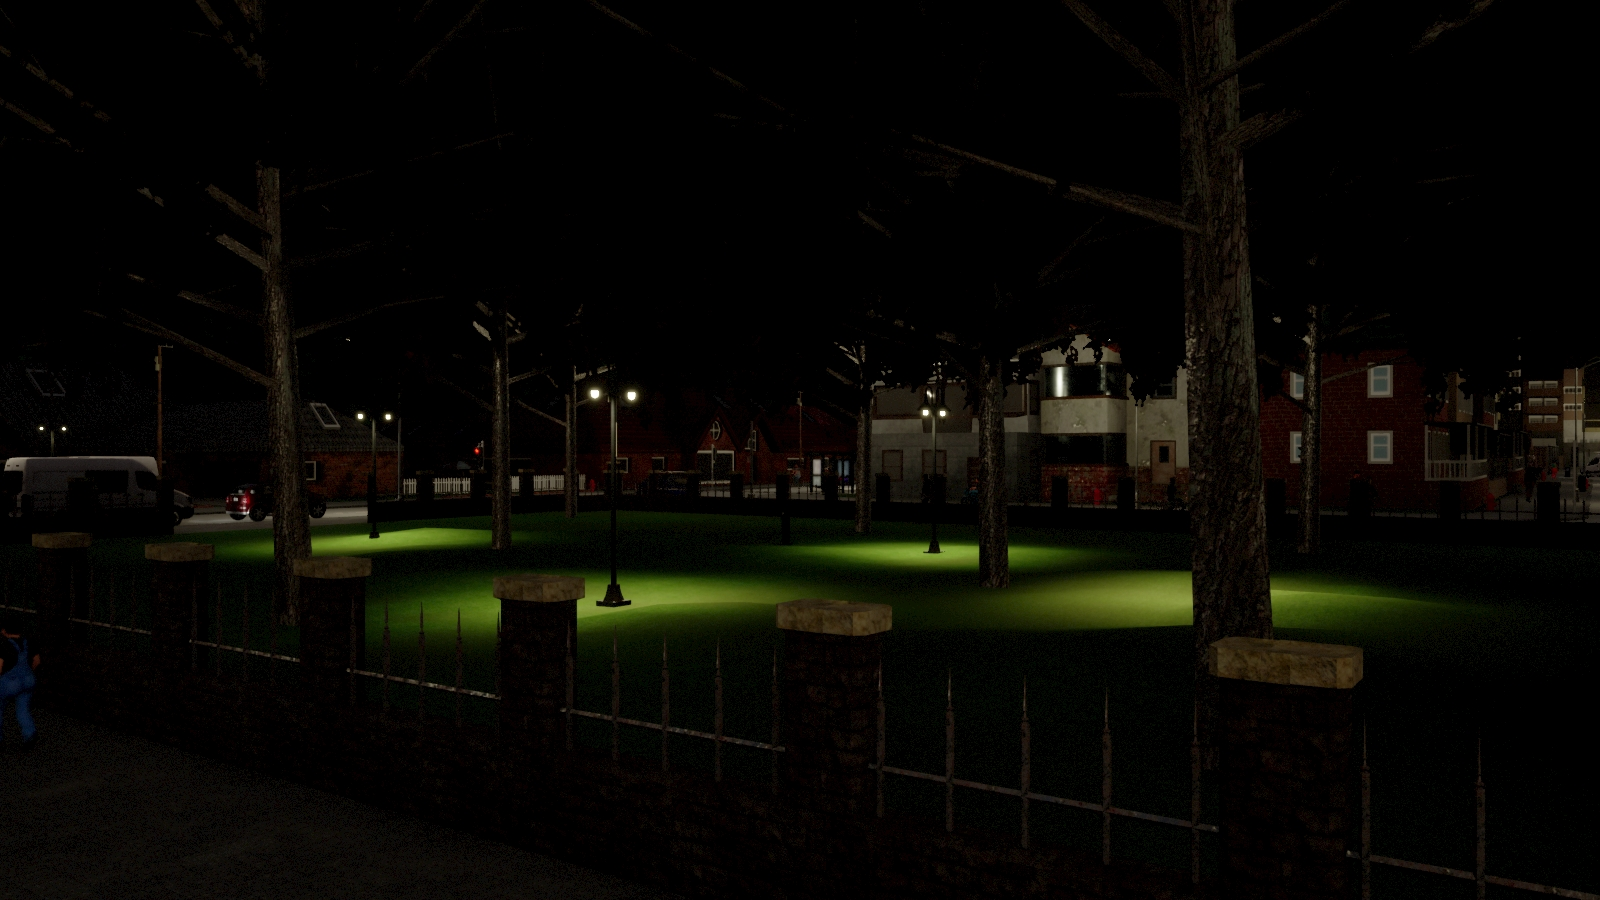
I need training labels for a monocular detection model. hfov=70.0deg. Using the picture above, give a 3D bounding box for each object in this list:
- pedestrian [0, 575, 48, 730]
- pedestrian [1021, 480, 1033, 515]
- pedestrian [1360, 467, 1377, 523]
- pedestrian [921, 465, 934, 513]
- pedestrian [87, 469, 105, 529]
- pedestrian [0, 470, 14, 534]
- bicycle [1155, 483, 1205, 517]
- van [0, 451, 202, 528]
[{"bbox_3d":[-7.070,1.805,10.292,0.375,1.300,0.375,0,0,34],"label":"pedestrian"},{"bbox_3d":[8.572,1.804,43.131,0.375,1.300,0.375,0,0,30],"label":"pedestrian"},{"bbox_3d":[19.297,1.525,38.800,0.375,1.860,0.375,0,0,-27],"label":"pedestrian"},{"bbox_3d":[4.993,1.524,44.706,0.375,1.860,0.375,0,0,34],"label":"pedestrian"},{"bbox_3d":[-21.917,1.525,35.553,0.375,1.860,0.375,0,0,38],"label":"pedestrian"},{"bbox_3d":[-23.409,1.525,33.638,0.375,1.860,0.375,0,0,41],"label":"pedestrian"},{"bbox_3d":[14.767,1.941,44.422,1.835,1.271,0.329,0,0,35],"label":"bicycle"},{"bbox_3d":[-24.847,1.314,40.778,1.988,2.561,5.915,0,0,36],"label":"van"}]
